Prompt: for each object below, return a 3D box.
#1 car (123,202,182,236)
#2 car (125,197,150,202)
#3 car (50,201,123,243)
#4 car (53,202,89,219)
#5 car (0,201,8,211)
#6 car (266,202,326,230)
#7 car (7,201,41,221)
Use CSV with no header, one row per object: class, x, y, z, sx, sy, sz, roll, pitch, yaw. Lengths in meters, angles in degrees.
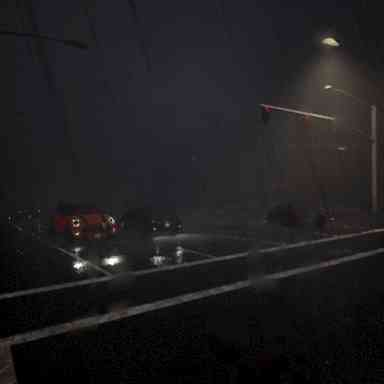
car,-2.328,1.443,17.872,1.994,1.385,4.181,-1,0,-35
car,-7.222,1.405,43.077,2.128,1.511,4.902,-2,0,-35
car,-5.364,1.308,16.096,2.097,1.767,4.553,-2,0,-35
car,-11.109,1.636,30.247,1.895,1.301,4.718,-2,0,-35
car,-25.163,1.886,44.174,2.128,1.511,4.902,-2,0,-35
car,5.749,1.283,18.851,1.994,1.385,4.181,-2,0,-9
car,-14.606,1.728,29.131,1.895,1.301,4.718,-2,0,-35
